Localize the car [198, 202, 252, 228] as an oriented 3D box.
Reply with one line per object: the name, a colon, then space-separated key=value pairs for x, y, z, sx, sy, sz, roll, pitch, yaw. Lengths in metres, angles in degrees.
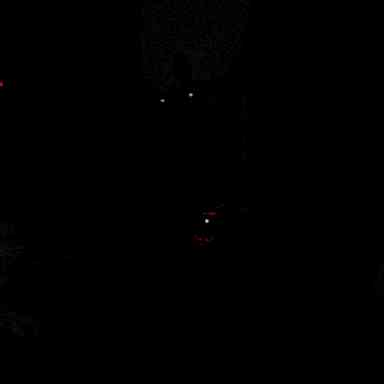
car: x=2.254 y=1.404 z=21.310 sx=1.837 sy=1.490 sz=4.892 roll=0 pitch=0 yaw=35

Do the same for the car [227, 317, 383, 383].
car: x=2.395 y=1.317 z=1.098 sx=5.009 sy=1.841 sz=2.192 roll=0 pitch=0 yaw=36
